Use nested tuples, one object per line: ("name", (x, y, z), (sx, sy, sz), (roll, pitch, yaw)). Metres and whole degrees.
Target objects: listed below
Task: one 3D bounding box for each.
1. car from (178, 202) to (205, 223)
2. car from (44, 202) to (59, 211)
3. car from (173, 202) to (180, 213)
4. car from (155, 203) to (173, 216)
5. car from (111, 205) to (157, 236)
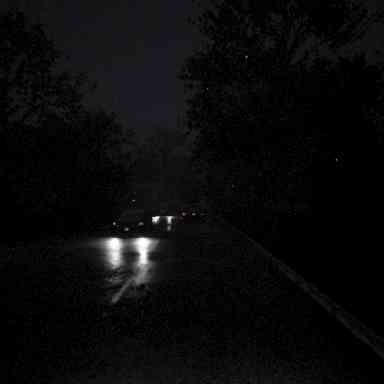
("car", (0.105, 1.823, 28.541), (2.033, 1.411, 5.357), (0, -1, -1))
("car", (-18.817, 2.171, 48.214), (4.892, 1.490, 1.837), (0, -2, -3))
("car", (-1.754, 2.069, 43.810), (2.033, 1.411, 5.357), (1, -2, -24))
("car", (-3.495, 1.930, 37.671), (1.812, 1.442, 4.674), (1, -1, -8))
("car", (-3.348, 1.669, 19.403), (1.812, 1.442, 4.674), (0, -1, 0))
